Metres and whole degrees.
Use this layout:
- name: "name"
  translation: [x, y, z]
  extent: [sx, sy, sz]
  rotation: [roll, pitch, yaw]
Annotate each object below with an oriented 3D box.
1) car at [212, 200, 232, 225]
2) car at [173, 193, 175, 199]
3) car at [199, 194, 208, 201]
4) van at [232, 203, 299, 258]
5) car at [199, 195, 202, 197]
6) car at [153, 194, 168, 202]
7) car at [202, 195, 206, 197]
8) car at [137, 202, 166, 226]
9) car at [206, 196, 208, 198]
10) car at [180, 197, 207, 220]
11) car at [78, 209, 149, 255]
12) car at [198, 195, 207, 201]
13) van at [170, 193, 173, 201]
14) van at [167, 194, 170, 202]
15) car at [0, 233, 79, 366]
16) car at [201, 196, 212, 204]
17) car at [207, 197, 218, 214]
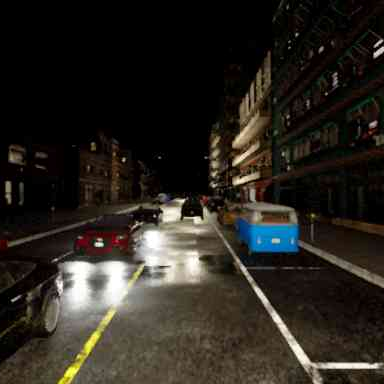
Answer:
- name: "car"
  translation: [2.700, 1.516, 23.897]
  extent: [1.752, 1.417, 4.829]
  rotation: [1, 0, 0]
- name: "car"
  translation: [-5.683, 1.452, 85.071]
  extent: [1.887, 1.381, 4.507]
  rotation: [1, 0, 0]
- name: "car"
  translation: [2.700, 1.358, 79.534]
  extent: [1.967, 1.590, 4.097]
  rotation: [1, 0, 0]
- name: "van"
  translation: [2.704, 1.338, 12.566]
  extent: [1.690, 1.788, 3.998]
  rotation: [1, 0, 0]
- name: "car"
  translation: [0.073, 1.495, 45.147]
  extent: [1.812, 1.442, 4.674]
  rotation: [0, 0, 0]
- name: "car"
  translation: [-5.682, 1.519, 57.170]
  extent: [1.947, 1.339, 4.313]
  rotation: [1, 0, 0]
- name: "car"
  translation: [2.699, 1.506, 51.632]
  extent: [1.887, 1.381, 4.507]
  rotation: [1, 0, 0]
- name: "car"
  translation: [-3.058, 1.591, 23.163]
  extent: [1.895, 1.301, 4.718]
  rotation: [0, 0, 1]
- name: "car"
  translation: [2.699, 1.541, 40.470]
  extent: [1.947, 1.339, 4.313]
  rotation: [1, 0, 0]
- name: "car"
  translation: [0.025, 1.464, 28.342]
  extent: [1.882, 1.535, 5.008]
  rotation: [0, 0, 0]
- name: "car"
  translation: [-3.094, 1.560, 13.066]
  extent: [1.994, 1.385, 4.181]
  rotation: [0, 0, 0]
- name: "car"
  translation: [2.698, 1.458, 85.114]
  extent: [2.008, 1.369, 4.403]
  rotation: [1, 0, 0]
- name: "van"
  translation: [-5.678, 1.269, 73.910]
  extent: [1.690, 1.788, 3.998]
  rotation: [1, 0, 0]
- name: "van"
  translation: [-5.678, 1.286, 62.750]
  extent: [1.690, 1.788, 3.998]
  rotation: [1, 0, 0]
- name: "car"
  translation: [-3.094, 1.525, 3.946]
  extent: [1.812, 1.442, 4.674]
  rotation: [0, 0, 0]
- name: "car"
  translation: [2.699, 1.496, 62.793]
  extent: [2.008, 1.369, 4.403]
  rotation: [1, 0, 0]
- name: "car"
  translation: [2.699, 1.547, 34.889]
  extent: [1.947, 1.339, 4.313]
  rotation: [1, 0, 0]
